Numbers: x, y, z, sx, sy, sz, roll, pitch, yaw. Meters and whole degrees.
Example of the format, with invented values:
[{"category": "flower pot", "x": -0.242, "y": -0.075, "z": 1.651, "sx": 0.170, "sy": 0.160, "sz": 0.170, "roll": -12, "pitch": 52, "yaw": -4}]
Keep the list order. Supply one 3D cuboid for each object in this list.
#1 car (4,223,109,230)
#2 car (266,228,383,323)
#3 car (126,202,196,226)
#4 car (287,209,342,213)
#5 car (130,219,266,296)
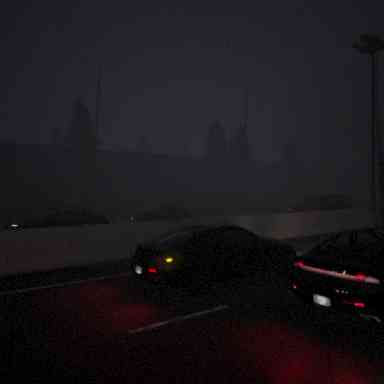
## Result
[{"category": "car", "x": -6.577, "y": 1.477, "z": 16.499, "sx": 4.902, "sy": 1.511, "sz": 2.128, "roll": 0, "pitch": 0, "yaw": -35}, {"category": "car", "x": 4.001, "y": 1.469, "z": 6.603, "sx": 4.902, "sy": 1.511, "sz": 2.128, "roll": 0, "pitch": 0, "yaw": -35}, {"category": "car", "x": -2.170, "y": 1.486, "z": 23.942, "sx": 4.674, "sy": 1.442, "sz": 1.812, "roll": 0, "pitch": 0, "yaw": -35}, {"category": "car", "x": 9.145, "y": 1.153, "z": 23.414, "sx": 5.566, "sy": 2.045, "sz": 2.150, "roll": 0, "pitch": 0, "yaw": -35}, {"category": "car", "x": 0.719, "y": 1.508, "z": 8.559, "sx": 4.674, "sy": 1.442, "sz": 1.812, "roll": 0, "pitch": 0, "yaw": -36}]
